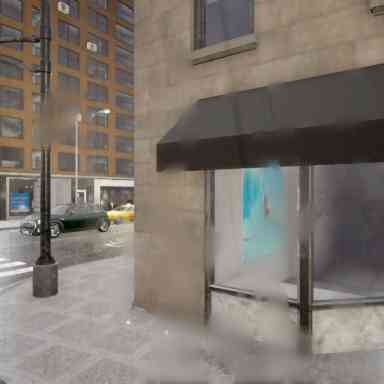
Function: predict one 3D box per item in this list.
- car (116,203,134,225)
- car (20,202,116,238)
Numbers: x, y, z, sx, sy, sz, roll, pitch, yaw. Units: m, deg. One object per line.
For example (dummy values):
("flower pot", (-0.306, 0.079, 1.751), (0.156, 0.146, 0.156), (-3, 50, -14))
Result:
("car", (-4.871, 1.548, 24.673), (1.752, 1.417, 4.829), (0, 0, 36))
("car", (-6.674, 1.366, 17.848), (2.097, 1.767, 4.553), (0, 0, 36))
